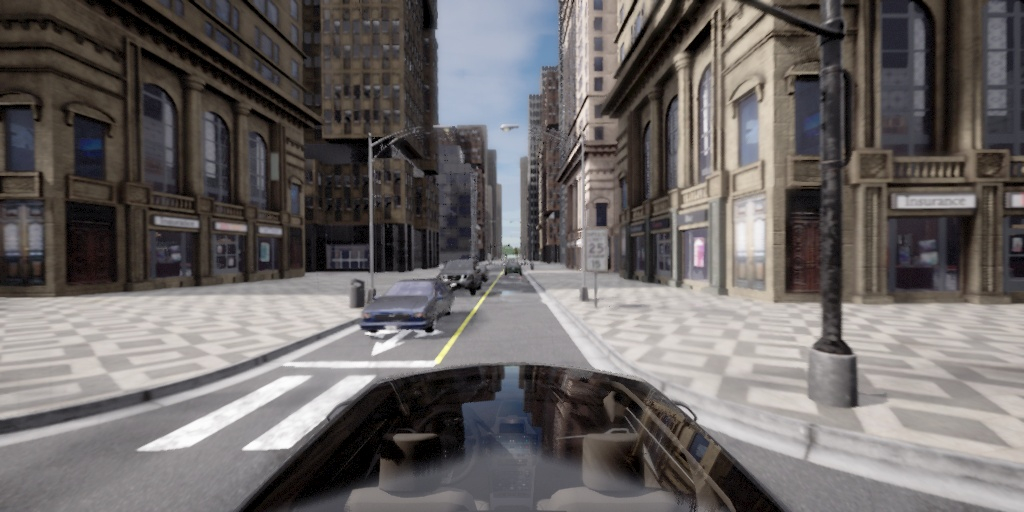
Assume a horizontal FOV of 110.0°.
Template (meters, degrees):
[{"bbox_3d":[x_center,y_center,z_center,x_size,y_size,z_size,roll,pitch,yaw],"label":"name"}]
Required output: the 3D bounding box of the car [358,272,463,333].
[{"bbox_3d":[-3.081,1.450,11.736,2.033,1.411,5.357,0,0,-1],"label":"car"}]

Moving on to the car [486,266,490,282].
[{"bbox_3d":[-3.049,1.530,32.377,1.837,1.490,4.892,0,0,0],"label":"car"}]

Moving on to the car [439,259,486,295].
[{"bbox_3d":[-3.075,1.184,21.924,2.150,2.045,5.566,0,0,1],"label":"car"}]

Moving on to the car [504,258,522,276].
[{"bbox_3d":[0.152,1.416,43.191,2.097,1.767,4.553,0,0,0],"label":"car"}]
